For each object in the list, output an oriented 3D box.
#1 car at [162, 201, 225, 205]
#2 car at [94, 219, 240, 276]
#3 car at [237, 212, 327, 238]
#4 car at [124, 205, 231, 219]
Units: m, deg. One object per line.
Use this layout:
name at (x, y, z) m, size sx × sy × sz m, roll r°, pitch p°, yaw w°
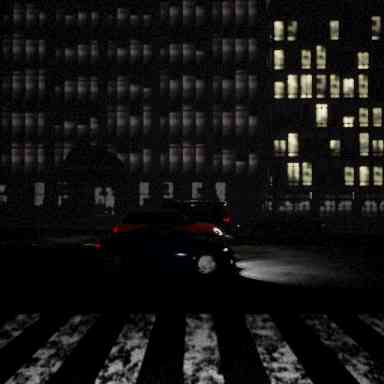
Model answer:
car at (-0.760, 1.467, 16.998) m, size 5.566 × 2.045 × 2.150 m, roll 0°, pitch -1°, yaw 1°
car at (-0.819, 1.688, 10.281) m, size 4.181 × 1.385 × 1.994 m, roll 0°, pitch -1°, yaw 1°
car at (5.257, 1.944, 20.171) m, size 5.357 × 1.411 × 2.033 m, roll 1°, pitch -1°, yaw 1°
car at (-0.878, 1.531, 13.538) m, size 4.553 × 1.767 × 2.097 m, roll 0°, pitch -1°, yaw 1°
